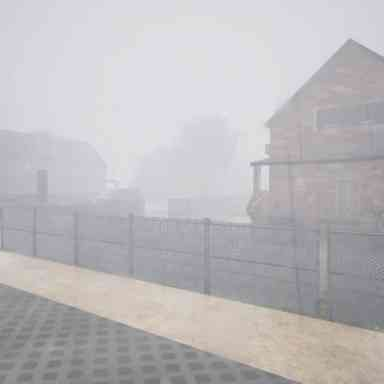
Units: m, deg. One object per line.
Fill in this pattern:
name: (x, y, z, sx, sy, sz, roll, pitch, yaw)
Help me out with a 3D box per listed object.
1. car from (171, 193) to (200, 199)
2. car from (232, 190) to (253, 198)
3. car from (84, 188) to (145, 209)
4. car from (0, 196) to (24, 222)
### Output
car: (-0.597, 0.798, 36.437, 1.994, 1.385, 4.181, 1, 2, 36)
car: (7.348, 0.466, 47.441, 2.033, 1.411, 5.357, 1, 2, 36)
car: (-6.420, 0.691, 28.298, 2.150, 2.045, 5.566, 1, 2, 36)
car: (-12.432, 1.070, 19.670, 2.097, 1.767, 4.553, 1, 2, 33)
